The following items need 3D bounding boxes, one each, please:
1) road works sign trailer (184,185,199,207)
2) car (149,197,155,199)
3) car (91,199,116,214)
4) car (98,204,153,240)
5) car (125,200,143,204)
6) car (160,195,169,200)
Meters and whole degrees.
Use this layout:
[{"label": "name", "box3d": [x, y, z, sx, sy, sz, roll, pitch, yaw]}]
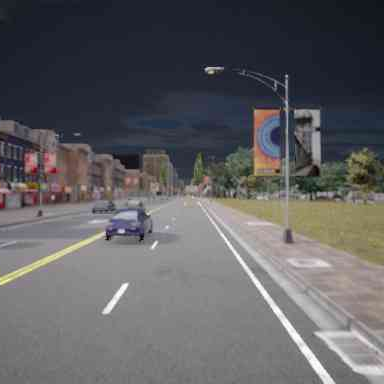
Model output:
[{"label": "road works sign trailer", "box3d": [0.004, 0.633, 53.254, 2.380, 3.560, 2.880, 0, 0, 0]}, {"label": "car", "box3d": [-9.743, 1.391, 78.952, 2.033, 1.411, 5.357, 0, 0, 0]}, {"label": "car", "box3d": [-9.839, 1.627, 37.438, 1.837, 1.490, 4.892, 0, 0, 0]}, {"label": "car", "box3d": [-3.148, 1.584, 17.140, 1.812, 1.442, 4.674, 0, 0, 0]}, {"label": "car", "box3d": [-6.588, 1.651, 38.351, 1.812, 1.442, 4.674, 0, 0, 0]}, {"label": "car", "box3d": [-6.493, 1.329, 78.952, 1.882, 1.535, 5.008, 0, 0, 0]}]
